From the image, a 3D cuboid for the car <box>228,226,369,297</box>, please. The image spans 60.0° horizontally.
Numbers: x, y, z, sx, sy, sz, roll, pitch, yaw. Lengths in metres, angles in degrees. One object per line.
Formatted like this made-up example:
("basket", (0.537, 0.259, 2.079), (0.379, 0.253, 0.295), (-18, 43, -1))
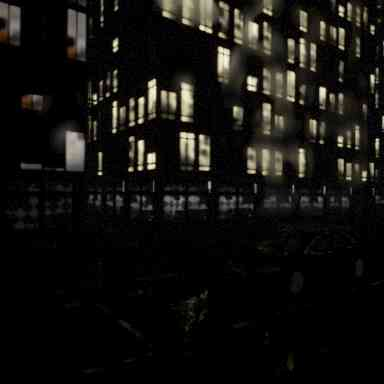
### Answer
("car", (2.883, 1.603, 8.619), (4.403, 1.369, 2.008), (1, 0, -36))
